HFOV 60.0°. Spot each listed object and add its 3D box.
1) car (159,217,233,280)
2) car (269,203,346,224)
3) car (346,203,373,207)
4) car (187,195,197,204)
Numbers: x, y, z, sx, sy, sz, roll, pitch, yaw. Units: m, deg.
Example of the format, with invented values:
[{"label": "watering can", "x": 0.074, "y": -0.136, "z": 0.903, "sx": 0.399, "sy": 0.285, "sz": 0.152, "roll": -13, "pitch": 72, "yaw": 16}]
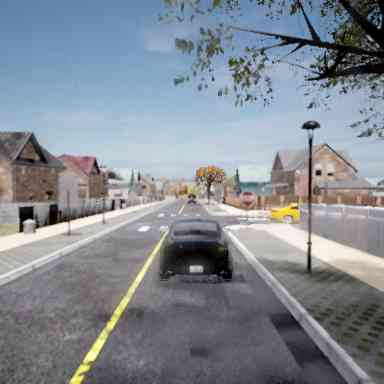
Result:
[{"label": "car", "x": 0.098, "y": 1.503, "z": 9.951, "sx": 1.837, "sy": 1.490, "sz": 4.892, "roll": 0, "pitch": 0, "yaw": 0}, {"label": "car", "x": 8.335, "y": 1.587, "z": 24.728, "sx": 5.008, "sy": 1.535, "sz": 1.882, "roll": 0, "pitch": 1, "yaw": 1}, {"label": "car", "x": 13.268, "y": 1.615, "z": 27.009, "sx": 4.181, "sy": 1.385, "sz": 1.994, "roll": 0, "pitch": 2, "yaw": 8}, {"label": "car", "x": -0.011, "y": 1.869, "z": 70.240, "sx": 1.895, "sy": 1.301, "sz": 4.718, "roll": 0, "pitch": -1, "yaw": 0}]
